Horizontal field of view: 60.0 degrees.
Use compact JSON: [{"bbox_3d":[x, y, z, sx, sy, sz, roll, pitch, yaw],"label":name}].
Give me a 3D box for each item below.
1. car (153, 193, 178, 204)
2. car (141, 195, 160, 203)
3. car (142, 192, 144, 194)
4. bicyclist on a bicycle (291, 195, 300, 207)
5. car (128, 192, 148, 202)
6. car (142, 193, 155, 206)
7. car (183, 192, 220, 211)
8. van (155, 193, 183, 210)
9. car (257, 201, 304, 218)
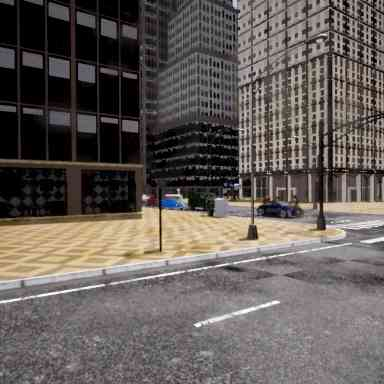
[{"bbox_3d":[-4.745,1.036,57.947,2.192,1.841,5.009,0,0,-34],"label":"car"},{"bbox_3d":[-7.840,1.239,62.542,1.887,1.381,4.507,0,0,-34],"label":"car"},{"bbox_3d":[-8.566,1.254,58.979,1.812,1.442,4.674,-1,1,-34],"label":"car"},{"bbox_3d":[11.979,1.118,38.388,1.656,1.620,0.582,-1,1,-34],"label":"bicyclist on a bicycle"},{"bbox_3d":[-10.936,0.982,67.135,2.192,1.841,5.009,0,0,-34],"label":"car"},{"bbox_3d":[-5.069,1.333,48.092,1.812,1.442,4.674,-1,0,-34],"label":"car"},{"bbox_3d":[1.670,1.086,38.055,2.150,2.045,5.566,-1,1,-34],"label":"car"},{"bbox_3d":[-2.408,1.211,39.484,1.690,1.788,3.998,0,0,-34],"label":"van"},{"bbox_3d":[7.672,1.479,29.153,1.994,1.385,4.181,-1,1,-34],"label":"car"}]
